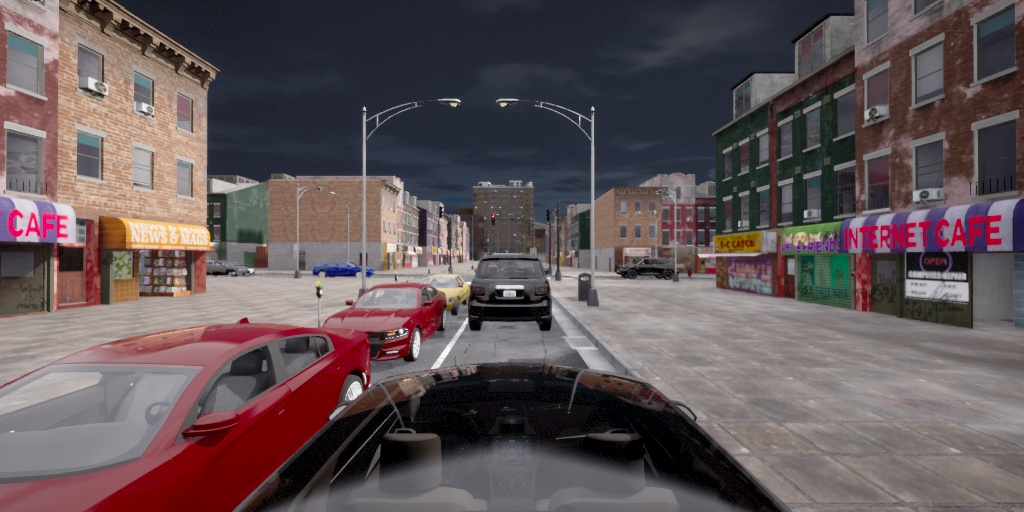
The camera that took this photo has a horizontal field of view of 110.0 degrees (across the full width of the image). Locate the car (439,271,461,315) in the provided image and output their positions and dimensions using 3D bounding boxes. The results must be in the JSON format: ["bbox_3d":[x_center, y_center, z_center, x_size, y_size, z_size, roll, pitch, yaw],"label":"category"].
[{"bbox_3d":[-2.637,1.283,13.579,1.751,1.417,4.829,0,0,0],"label":"car"}]

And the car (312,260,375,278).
[{"bbox_3d":[-14.385,1.156,30.837,5.008,1.535,1.882,0,0,-2],"label":"car"}]

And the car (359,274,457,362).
[{"bbox_3d":[-2.637,1.298,8.255,1.888,1.381,4.507,0,0,0],"label":"car"}]

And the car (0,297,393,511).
[{"bbox_3d":[-2.637,1.295,2.761,1.888,1.381,4.507,0,0,0],"label":"car"}]

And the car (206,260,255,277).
[{"bbox_3d":[-24.802,1.096,30.788,4.902,1.511,2.128,0,0,0],"label":"car"}]

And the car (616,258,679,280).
[{"bbox_3d":[12.816,1.170,33.934,5.566,2.045,2.150,1,0,0],"label":"car"}]

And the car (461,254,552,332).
[{"bbox_3d":[-0.028,0.976,11.076,2.150,2.045,5.566,0,0,1],"label":"car"}]
